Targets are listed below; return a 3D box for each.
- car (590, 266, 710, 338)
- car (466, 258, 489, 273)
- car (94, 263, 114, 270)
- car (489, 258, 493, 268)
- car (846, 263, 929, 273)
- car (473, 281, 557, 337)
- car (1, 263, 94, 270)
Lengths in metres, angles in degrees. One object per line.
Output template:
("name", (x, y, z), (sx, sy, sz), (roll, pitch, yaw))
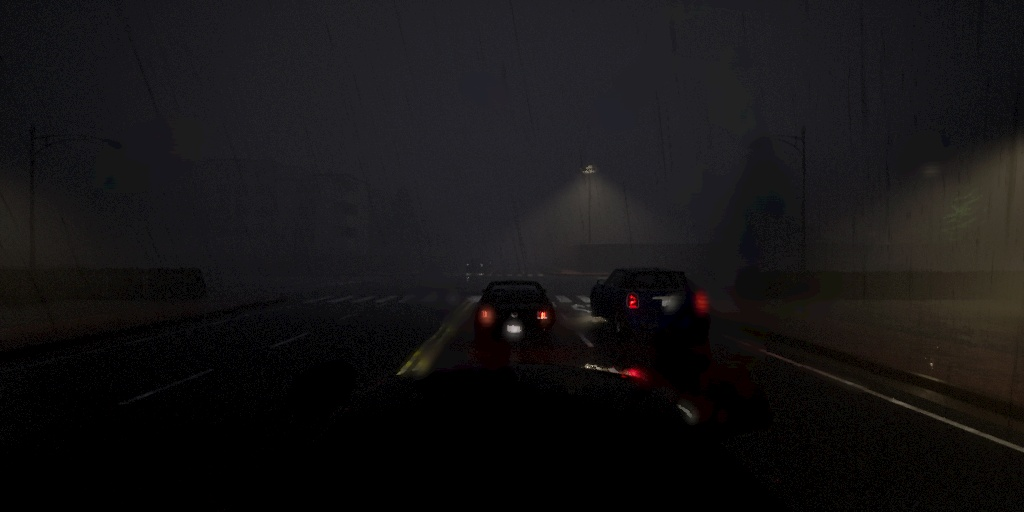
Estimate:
("car", (3.632, 1.096, 10.302), (2.097, 1.767, 4.553), (0, 0, 2))
("car", (-4.290, 1.056, 43.244), (2.097, 1.767, 4.553), (0, 0, 1))
("car", (-29.506, 1.238, 24.858), (4.892, 1.490, 1.837), (0, 0, 0))
("car", (-4.229, 1.043, 59.378), (2.097, 1.767, 4.553), (0, 0, 0))
("car", (29.663, 1.278, 28.381), (5.357, 1.411, 2.033), (0, 0, 0))
("car", (0.063, 1.345, 10.206), (1.895, 1.301, 4.718), (0, 0, 0))
("car", (-28.482, 1.262, 21.362), (4.674, 1.442, 1.812), (0, 0, 0))
